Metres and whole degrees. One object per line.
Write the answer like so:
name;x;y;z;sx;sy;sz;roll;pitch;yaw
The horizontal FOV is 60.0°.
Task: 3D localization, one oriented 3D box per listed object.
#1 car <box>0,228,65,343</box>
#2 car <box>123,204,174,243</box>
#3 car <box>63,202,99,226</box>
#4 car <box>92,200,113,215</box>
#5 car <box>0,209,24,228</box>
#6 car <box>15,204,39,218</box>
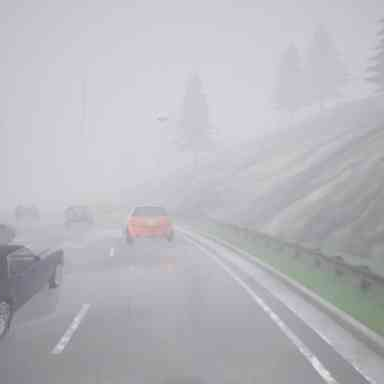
car;-3.904;1.642;6.274;1.895;1.301;4.718;0;0;-6
car;-2.297;1.395;16.567;2.097;1.767;4.553;0;0;-14
car;-8.471;1.652;24.645;2.033;1.411;5.357;0;0;-22
car;-9.861;1.609;35.156;1.882;1.535;5.008;0;0;-30
car;-8.416;1.634;12.738;2.033;1.411;5.357;0;0;-12
car;-15.575;1.773;31.249;1.895;1.301;4.718;0;0;-30
